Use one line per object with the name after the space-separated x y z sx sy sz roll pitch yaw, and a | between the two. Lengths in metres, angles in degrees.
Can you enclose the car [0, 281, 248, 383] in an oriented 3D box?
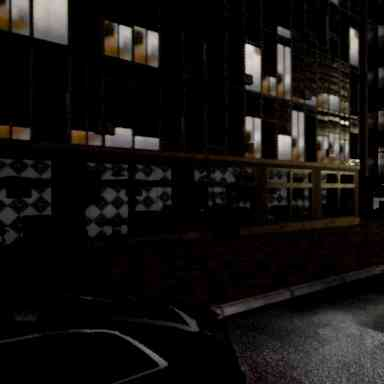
-1.811 1.504 2.082 4.892 1.490 1.837 1 -1 -35 | car
